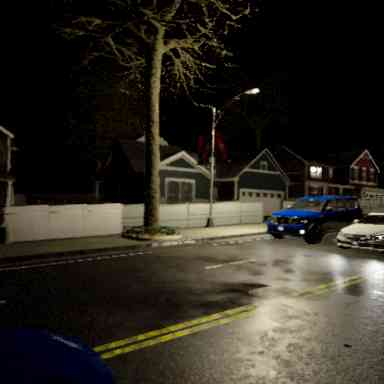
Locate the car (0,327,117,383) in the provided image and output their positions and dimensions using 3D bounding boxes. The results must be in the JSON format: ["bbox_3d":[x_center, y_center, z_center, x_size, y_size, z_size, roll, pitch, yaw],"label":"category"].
[{"bbox_3d":[-2.779,1.475,1.455,5.008,1.535,1.882,0,0,-36],"label":"car"}]

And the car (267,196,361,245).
[{"bbox_3d":[6.095,1.223,16.022,5.566,2.045,2.150,0,0,-36],"label":"car"}]

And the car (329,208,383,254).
[{"bbox_3d":[7.675,1.527,13.157,4.674,1.442,1.812,0,0,-36],"label":"car"}]
